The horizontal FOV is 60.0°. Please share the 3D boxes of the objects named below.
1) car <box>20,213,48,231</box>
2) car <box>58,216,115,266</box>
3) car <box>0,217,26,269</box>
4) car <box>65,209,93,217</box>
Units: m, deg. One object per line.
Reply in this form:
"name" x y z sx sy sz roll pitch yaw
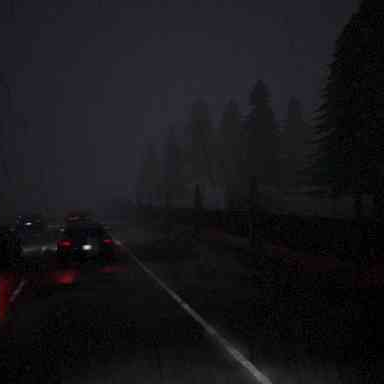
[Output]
"car" -12.435 2.313 25.930 1.994 1.385 4.181 -2 -1 -19
"car" -4.184 1.879 13.128 1.994 1.385 4.181 -2 -1 -19
"car" -7.600 1.934 12.300 1.812 1.442 4.674 -2 -1 -19
"car" -9.113 2.166 27.018 1.837 1.490 4.892 -2 0 -19
